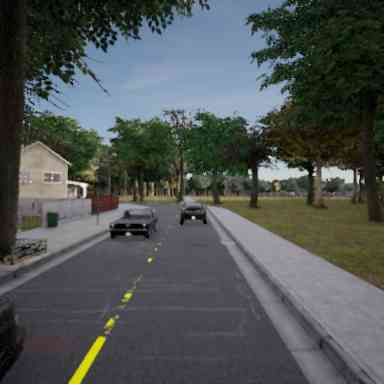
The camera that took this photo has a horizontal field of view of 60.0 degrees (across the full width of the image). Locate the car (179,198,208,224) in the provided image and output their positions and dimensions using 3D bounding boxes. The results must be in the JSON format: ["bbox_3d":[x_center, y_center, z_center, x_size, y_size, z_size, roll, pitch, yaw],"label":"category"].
[{"bbox_3d":[0.100,1.446,24.373,1.837,1.490,4.892,0,0,0],"label":"car"}]

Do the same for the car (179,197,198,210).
[{"bbox_3d":[-0.546,1.439,42.801,1.812,1.442,4.674,1,0,-8],"label":"car"}]

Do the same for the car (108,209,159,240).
[{"bbox_3d":[-2.828,1.560,16.977,1.895,1.301,4.718,0,0,0],"label":"car"}]

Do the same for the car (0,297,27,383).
[{"bbox_3d":[-2.840,1.543,1.534,2.033,1.411,5.357,0,0,0],"label":"car"}]
